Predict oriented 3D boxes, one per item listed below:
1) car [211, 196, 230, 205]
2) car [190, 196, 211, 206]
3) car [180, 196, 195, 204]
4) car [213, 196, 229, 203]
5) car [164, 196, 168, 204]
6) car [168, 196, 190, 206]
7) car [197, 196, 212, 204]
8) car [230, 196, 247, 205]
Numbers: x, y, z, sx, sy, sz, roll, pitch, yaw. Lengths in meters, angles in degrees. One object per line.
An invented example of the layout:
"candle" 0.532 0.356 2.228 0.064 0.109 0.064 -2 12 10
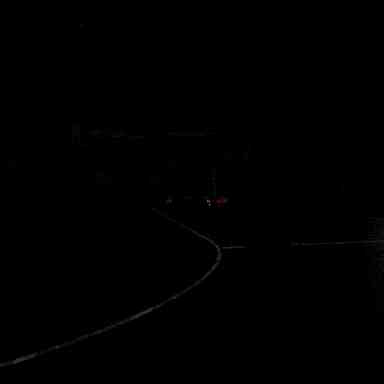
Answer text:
"car" 4.553 1.610 57.260 1.895 1.301 4.718 0 0 -12
"car" 1.173 1.556 56.325 2.033 1.411 5.357 0 0 -12
"car" -0.977 1.558 66.566 2.033 1.411 5.357 0 0 -12
"car" 5.874 1.537 68.004 1.812 1.442 4.674 0 0 -12
"car" -4.402 1.501 65.848 2.128 1.511 4.902 0 0 -12
"car" -2.267 1.500 55.677 2.128 1.511 4.902 0 0 -12
"car" 2.449 1.516 67.284 1.837 1.490 4.892 0 0 -12
"car" 7.984 1.502 57.952 2.128 1.511 4.902 0 0 -12
